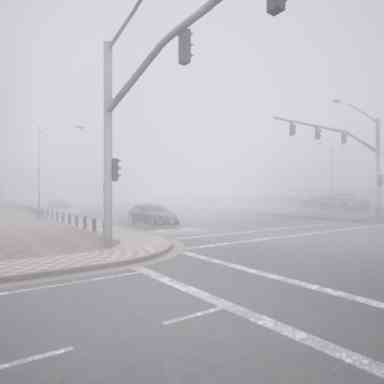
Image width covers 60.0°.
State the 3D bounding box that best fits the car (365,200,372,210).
[{"bbox_3d":[18.886,1.122,39.228,1.905,1.878,3.866,0,0,-35],"label":"car"}]

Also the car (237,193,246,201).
[{"bbox_3d":[9.327,1.320,72.373,1.784,1.438,3.905,0,0,-35],"label":"car"}]

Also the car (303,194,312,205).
[{"bbox_3d":[24.725,1.102,64.889,1.932,1.855,4.605,0,0,-35],"label":"car"}]

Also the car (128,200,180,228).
[{"bbox_3d":[-2.644,1.538,22.158,1.837,1.490,4.892,0,0,-36],"label":"car"}]

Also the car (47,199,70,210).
[{"bbox_3d":[-17.008,1.550,42.270,1.994,1.385,4.181,0,0,-36],"label":"car"}]

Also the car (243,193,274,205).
[{"bbox_3d":[10.992,1.359,55.043,1.970,1.475,3.806,0,0,-35],"label":"car"}]

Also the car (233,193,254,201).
[{"bbox_3d":[11.487,1.107,73.966,1.932,1.855,4.605,0,0,-35],"label":"car"}]

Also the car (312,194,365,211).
[{"bbox_3d":[16.494,1.122,37.599,1.932,1.855,4.605,0,0,-35],"label":"car"}]

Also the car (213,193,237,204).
[{"bbox_3d":[6.965,1.354,70.700,1.970,1.475,3.806,0,0,-35],"label":"car"}]
